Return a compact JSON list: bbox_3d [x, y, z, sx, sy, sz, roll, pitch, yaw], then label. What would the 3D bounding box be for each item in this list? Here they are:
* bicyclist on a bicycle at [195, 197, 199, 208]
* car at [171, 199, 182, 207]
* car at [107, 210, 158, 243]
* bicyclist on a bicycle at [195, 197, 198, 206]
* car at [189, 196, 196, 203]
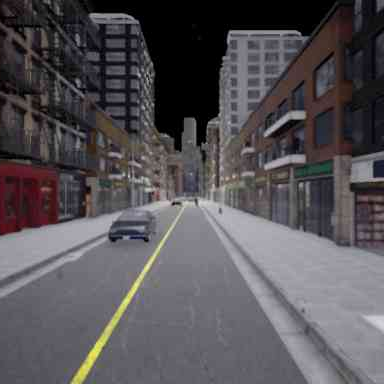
[{"bbox_3d":[0.798,1.767,55.129,0.582,1.620,1.656,0,-1,0],"label":"bicyclist on a bicycle"},{"bbox_3d":[-2.741,1.939,58.951,1.895,1.301,4.718,0,0,1],"label":"car"},{"bbox_3d":[-2.838,1.637,17.049,2.033,1.411,5.357,0,0,0],"label":"car"},{"bbox_3d":[0.802,1.824,64.128,0.582,1.620,1.656,0,-1,0],"label":"bicyclist on a bicycle"},{"bbox_3d":[0.065,1.920,82.971,2.033,1.411,5.357,0,0,0],"label":"car"}]
